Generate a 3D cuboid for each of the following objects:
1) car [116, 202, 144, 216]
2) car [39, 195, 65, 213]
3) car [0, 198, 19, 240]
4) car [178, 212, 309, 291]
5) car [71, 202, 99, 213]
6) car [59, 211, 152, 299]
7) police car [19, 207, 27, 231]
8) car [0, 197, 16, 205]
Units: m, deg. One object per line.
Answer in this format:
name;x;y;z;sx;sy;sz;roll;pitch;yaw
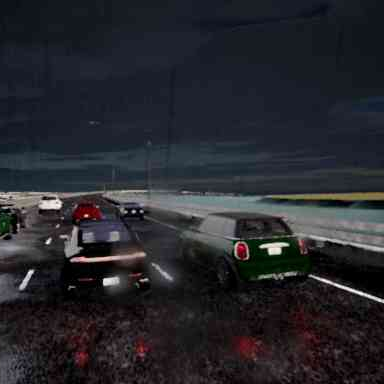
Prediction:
car;-5.293;1.564;27.969;2.033;1.411;5.357;-1;0;-19
car;-16.469;1.362;38.863;2.150;2.045;5.566;-1;0;-18
car;-9.180;1.321;14.154;2.150;2.045;5.566;-1;0;-19
car;1.127;1.322;9.330;2.097;1.767;4.553;-1;0;-19
car;-8.304;1.538;25.958;1.882;1.535;5.008;-1;0;-19
car;-2.349;1.508;8.672;2.128;1.511;4.902;-1;0;-19
police car;-11.152;1.536;19.894;1.930;1.638;5.238;-1;0;-19
car;-36.190;1.814;65.248;2.033;1.411;5.357;-1;0;-18
